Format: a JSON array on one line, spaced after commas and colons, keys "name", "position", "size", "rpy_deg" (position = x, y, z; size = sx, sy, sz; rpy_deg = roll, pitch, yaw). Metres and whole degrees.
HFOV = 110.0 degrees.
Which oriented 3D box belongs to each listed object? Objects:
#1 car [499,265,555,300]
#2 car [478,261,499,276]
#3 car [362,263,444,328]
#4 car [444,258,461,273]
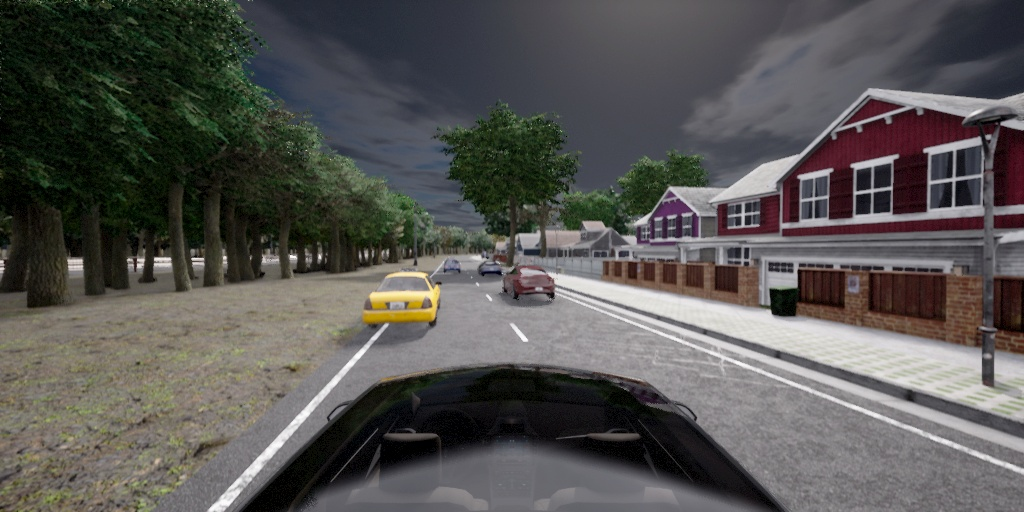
[{"name": "car", "position": [0.726, 1.180, 17.032], "size": [1.812, 1.442, 4.674], "rpy_deg": [0, 0, -10]}, {"name": "car", "position": [-2.159, 1.135, 34.225], "size": [1.994, 1.385, 4.181], "rpy_deg": [0, 0, -10]}, {"name": "car", "position": [-3.180, 1.146, 11.139], "size": [1.801, 1.575, 5.366], "rpy_deg": [0, 0, -10]}, {"name": "car", "position": [-6.568, 1.094, 39.229], "size": [2.033, 1.411, 5.357], "rpy_deg": [0, 0, -10]}]
